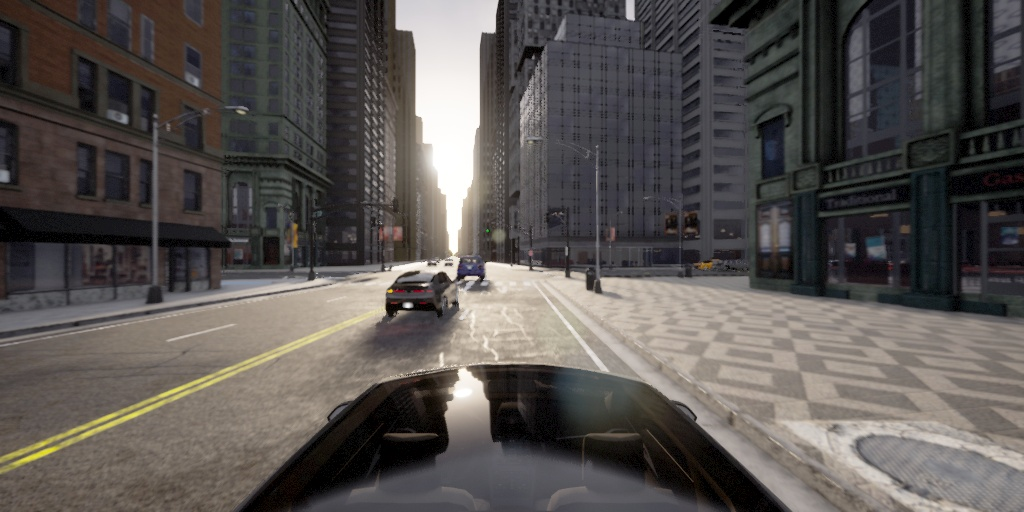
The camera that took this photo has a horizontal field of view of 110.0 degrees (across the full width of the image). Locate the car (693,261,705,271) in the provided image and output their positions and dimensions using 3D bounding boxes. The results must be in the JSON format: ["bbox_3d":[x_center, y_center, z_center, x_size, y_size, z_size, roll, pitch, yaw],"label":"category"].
[{"bbox_3d":[27.187,1.230,48.755,5.008,1.535,1.882,0,0,-9],"label":"car"}]

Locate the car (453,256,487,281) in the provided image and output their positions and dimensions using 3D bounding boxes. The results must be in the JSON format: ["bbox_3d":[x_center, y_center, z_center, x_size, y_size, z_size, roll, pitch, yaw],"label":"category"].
[{"bbox_3d":[-3.351,0.984,30.082,2.150,2.045,5.566,0,0,-2],"label":"car"}]

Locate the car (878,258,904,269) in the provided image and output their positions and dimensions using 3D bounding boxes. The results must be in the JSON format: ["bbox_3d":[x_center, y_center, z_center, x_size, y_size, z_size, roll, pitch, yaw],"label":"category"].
[{"bbox_3d":[44.910,1.072,41.717,4.553,1.767,2.097,0,0,-9],"label":"car"}]

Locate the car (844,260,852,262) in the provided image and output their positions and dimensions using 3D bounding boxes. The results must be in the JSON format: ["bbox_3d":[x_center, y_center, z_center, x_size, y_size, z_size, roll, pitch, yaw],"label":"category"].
[{"bbox_3d":[44.734,1.272,45.012,5.357,1.411,2.033,0,0,-7],"label":"car"}]

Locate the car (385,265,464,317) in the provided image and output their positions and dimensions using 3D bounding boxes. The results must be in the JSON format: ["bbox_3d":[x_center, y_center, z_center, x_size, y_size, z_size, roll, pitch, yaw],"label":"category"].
[{"bbox_3d":[-3.153,1.258,13.280,1.837,1.490,4.892,0,0,0],"label":"car"}]

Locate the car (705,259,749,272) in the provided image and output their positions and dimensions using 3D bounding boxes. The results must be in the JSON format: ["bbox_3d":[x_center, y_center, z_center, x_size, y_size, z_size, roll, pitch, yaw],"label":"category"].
[{"bbox_3d":[27.769,1.238,45.566,4.902,1.511,2.128,0,0,-9],"label":"car"}]
